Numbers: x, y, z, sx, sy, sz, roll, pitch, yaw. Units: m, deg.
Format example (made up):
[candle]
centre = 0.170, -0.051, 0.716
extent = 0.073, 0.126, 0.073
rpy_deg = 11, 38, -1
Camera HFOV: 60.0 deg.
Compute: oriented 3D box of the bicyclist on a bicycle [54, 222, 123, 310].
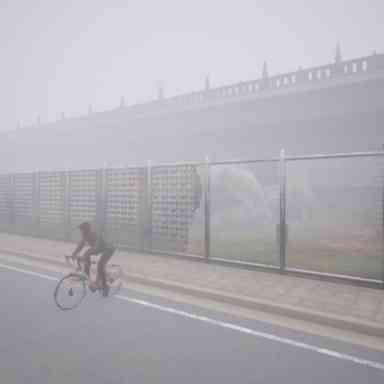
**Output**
[bicyclist on a bicycle]
centre = -2.011, 1.421, 6.672
extent = 0.582, 1.620, 1.656
rpy_deg = 0, 0, 35
